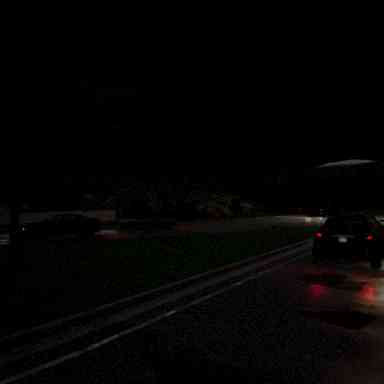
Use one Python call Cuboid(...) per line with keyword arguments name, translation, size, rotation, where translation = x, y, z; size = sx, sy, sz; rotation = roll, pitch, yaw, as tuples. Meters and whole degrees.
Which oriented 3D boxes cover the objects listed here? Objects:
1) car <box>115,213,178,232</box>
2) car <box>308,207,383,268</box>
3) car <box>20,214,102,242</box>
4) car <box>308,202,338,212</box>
Cuboid(name="car", translation=(-3.634, 2.353, 26.400), size=(4.718, 1.301, 1.895), rotation=(0, -2, -26))
Cuboid(name="car", translation=(6.285, 1.647, 12.772), size=(2.097, 1.767, 4.553), rotation=(-2, -2, 37))
Cuboid(name="car", translation=(-8.062, 2.122, 20.402), size=(4.902, 1.511, 2.128), rotation=(0, -2, -26))
Cuboid(name="car", translation=(18.429, 2.400, 46.322), size=(5.566, 2.045, 2.150), rotation=(1, -2, -41))
